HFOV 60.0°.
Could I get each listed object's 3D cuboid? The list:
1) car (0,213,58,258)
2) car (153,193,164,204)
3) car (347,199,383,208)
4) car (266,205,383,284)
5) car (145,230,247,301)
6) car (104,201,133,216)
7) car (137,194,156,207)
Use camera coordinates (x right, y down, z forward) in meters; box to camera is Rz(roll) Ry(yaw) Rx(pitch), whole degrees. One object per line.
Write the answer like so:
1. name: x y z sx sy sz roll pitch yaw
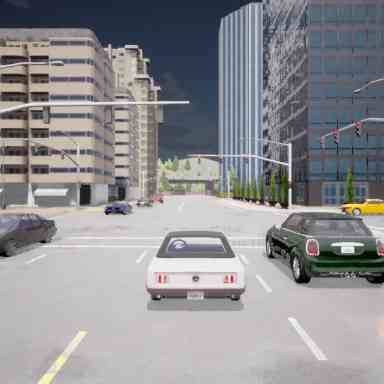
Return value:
1. car: -7.089 1.548 13.039 2.033 1.411 5.357 0 0 0
2. car: -6.931 1.222 66.301 2.150 2.045 5.566 0 0 1
3. car: 16.858 1.422 31.656 5.008 1.535 1.882 0 0 1
4. car: 3.594 1.352 9.777 2.097 1.767 4.553 0 0 0
5. car: 0.086 1.601 8.287 1.895 1.301 4.718 0 0 0
6. car: -7.061 1.561 32.165 1.895 1.301 4.718 0 0 0
7. car: -7.032 1.493 49.671 2.128 1.511 4.902 0 0 0
